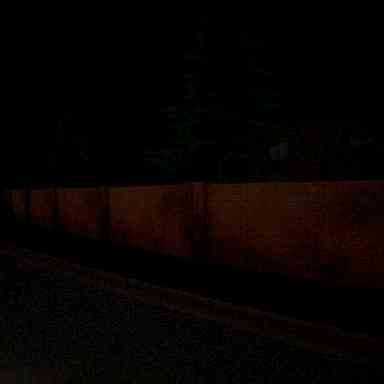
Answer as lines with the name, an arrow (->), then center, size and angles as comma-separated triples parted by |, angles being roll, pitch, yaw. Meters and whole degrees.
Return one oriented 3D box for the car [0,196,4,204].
car -> -36.236, 1.294, 60.554 | 2.150, 2.045, 5.566 | 0, 0, -6
